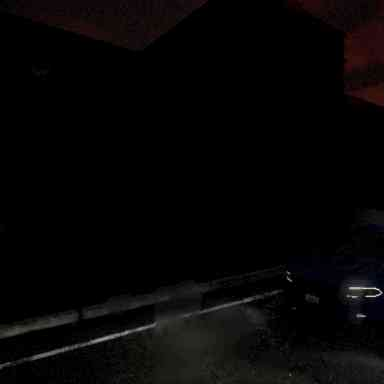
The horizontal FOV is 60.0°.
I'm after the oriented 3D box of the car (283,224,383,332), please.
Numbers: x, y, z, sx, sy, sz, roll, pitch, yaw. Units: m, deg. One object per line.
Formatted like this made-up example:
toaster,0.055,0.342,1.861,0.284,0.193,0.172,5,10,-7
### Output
car,3.968,1.426,6.821,5.008,1.535,1.882,-1,0,-35
